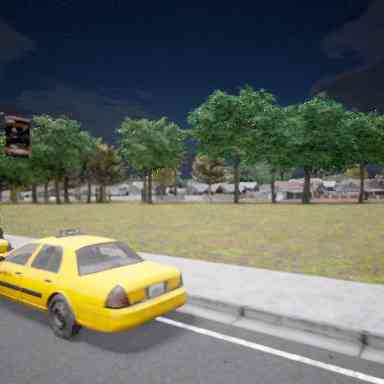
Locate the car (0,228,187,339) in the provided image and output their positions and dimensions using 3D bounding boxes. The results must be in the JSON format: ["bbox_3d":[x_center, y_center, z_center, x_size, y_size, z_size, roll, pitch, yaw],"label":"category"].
[{"bbox_3d":[-2.627,1.515,6.672,5.366,1.575,1.801,-1,0,36],"label":"car"}]
